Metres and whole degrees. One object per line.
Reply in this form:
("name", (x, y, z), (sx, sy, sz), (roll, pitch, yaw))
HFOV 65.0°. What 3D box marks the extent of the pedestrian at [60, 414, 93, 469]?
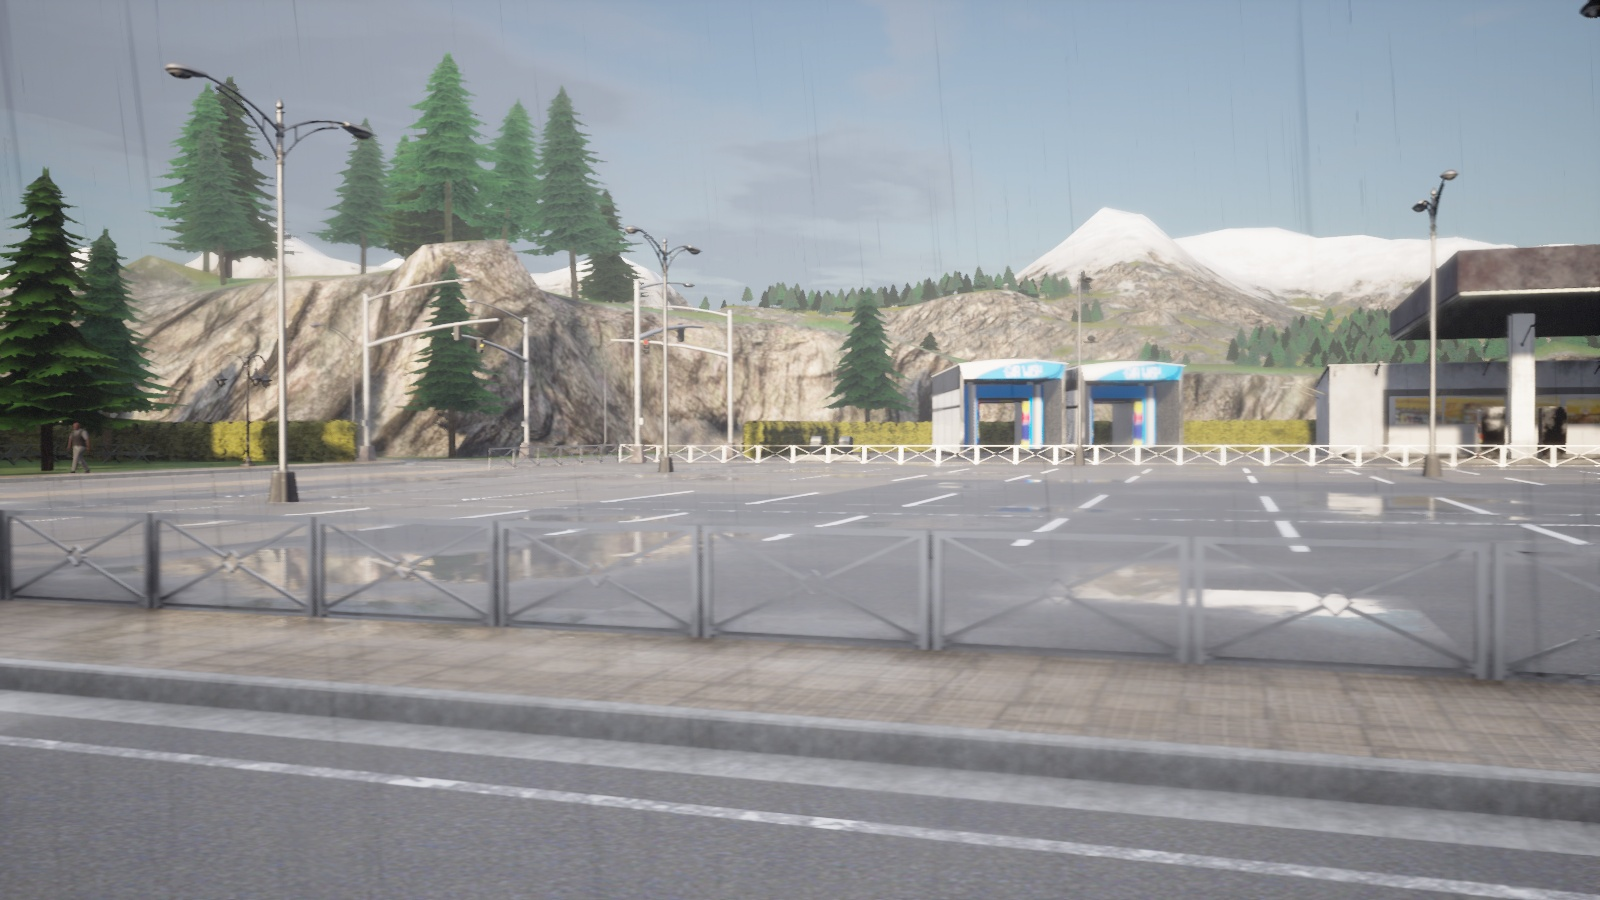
("pedestrian", (-24.892, -0.288, 43.216), (0.563, 1.883, 0.849), (0, 1, 16))
